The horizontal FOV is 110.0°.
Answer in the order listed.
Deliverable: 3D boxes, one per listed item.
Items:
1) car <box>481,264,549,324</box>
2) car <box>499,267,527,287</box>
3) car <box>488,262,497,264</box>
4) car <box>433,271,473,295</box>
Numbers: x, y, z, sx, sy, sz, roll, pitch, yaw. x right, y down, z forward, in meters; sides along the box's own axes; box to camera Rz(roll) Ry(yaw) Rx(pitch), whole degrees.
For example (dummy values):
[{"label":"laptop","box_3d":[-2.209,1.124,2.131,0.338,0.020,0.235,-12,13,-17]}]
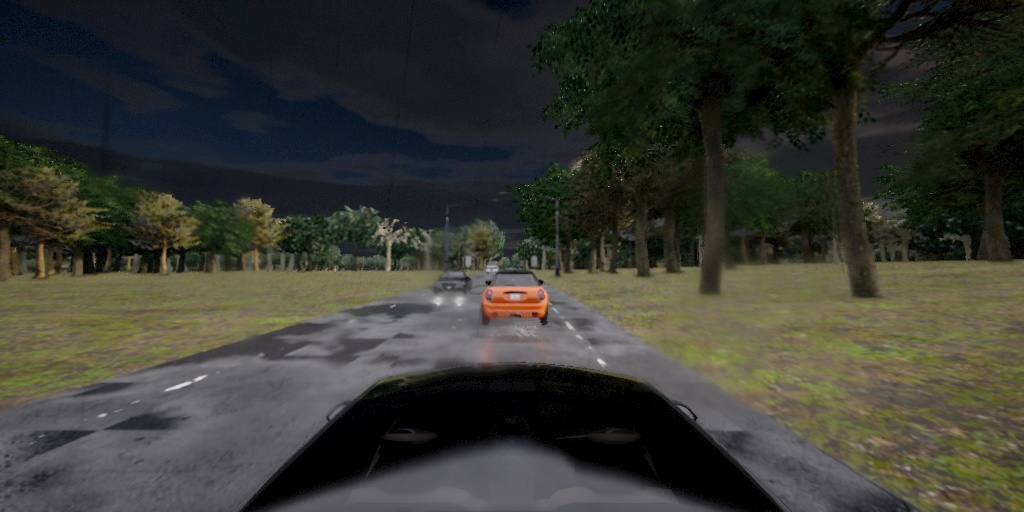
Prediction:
[{"label":"car","box_3d":[0.101,1.273,12.891,2.097,1.767,4.553,0,-1,0]},{"label":"car","box_3d":[0.108,1.684,29.799,2.128,1.511,4.902,0,-1,0]},{"label":"car","box_3d":[-3.505,2.158,63.992,2.150,2.045,5.566,0,-1,1]},{"label":"car","box_3d":[-3.591,1.633,22.424,1.994,1.385,4.181,0,-1,0]}]
